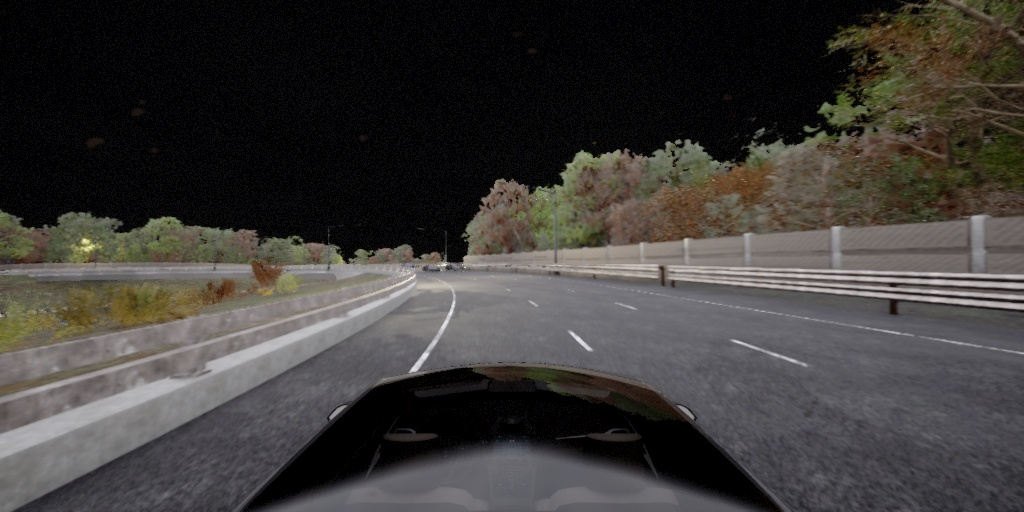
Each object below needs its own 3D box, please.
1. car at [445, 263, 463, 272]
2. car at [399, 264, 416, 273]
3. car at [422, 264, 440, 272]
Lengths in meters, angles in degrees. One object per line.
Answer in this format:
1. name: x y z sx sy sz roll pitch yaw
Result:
1. car: -10.085 1.946 62.223 2.128 1.511 4.902 -1 -1 -32
2. car: -18.028 2.064 61.650 1.882 1.535 5.008 0 -1 -34
3. car: -14.094 2.086 62.025 1.994 1.385 4.181 -1 -1 -33
